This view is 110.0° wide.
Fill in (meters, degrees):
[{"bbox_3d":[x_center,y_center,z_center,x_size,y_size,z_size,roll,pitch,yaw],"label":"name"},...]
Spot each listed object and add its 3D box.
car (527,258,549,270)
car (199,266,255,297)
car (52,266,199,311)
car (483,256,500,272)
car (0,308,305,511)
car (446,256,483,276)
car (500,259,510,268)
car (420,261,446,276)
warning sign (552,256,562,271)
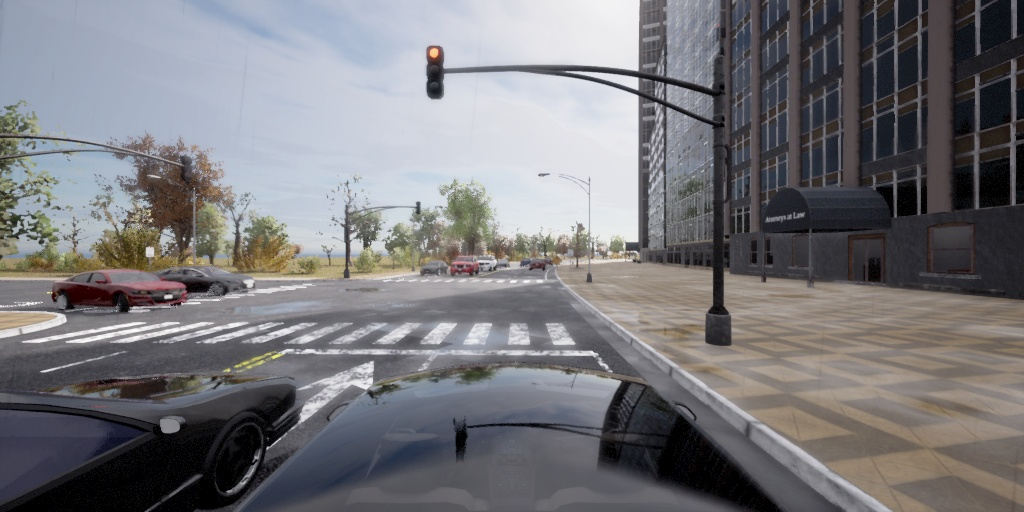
[{"bbox_3d":[3.815,1.107,51.452,2.097,1.767,4.553,0,0,8],"label":"car"},{"bbox_3d":[-15.849,1.269,18.258,4.902,1.511,2.128,0,0,-2],"label":"car"},{"bbox_3d":[-15.135,1.266,13.904,5.008,1.535,1.882,-1,0,15],"label":"car"},{"bbox_3d":[-3.493,0.971,47.449,2.150,2.045,5.566,0,0,8],"label":"car"},{"bbox_3d":[-3.128,1.297,1.295,2.033,1.411,5.357,0,0,1],"label":"car"},{"bbox_3d":[-4.751,0.970,36.782,2.150,2.045,5.566,0,0,4],"label":"car"},{"bbox_3d":[-1.587,1.280,60.331,1.812,1.442,4.674,0,0,9],"label":"car"},{"bbox_3d":[-7.943,1.252,37.071,1.837,1.490,4.892,0,0,6],"label":"car"},{"bbox_3d":[5.544,0.869,43.990,1.300,1.860,1.060,0,0,7],"label":"warning sign"}]
